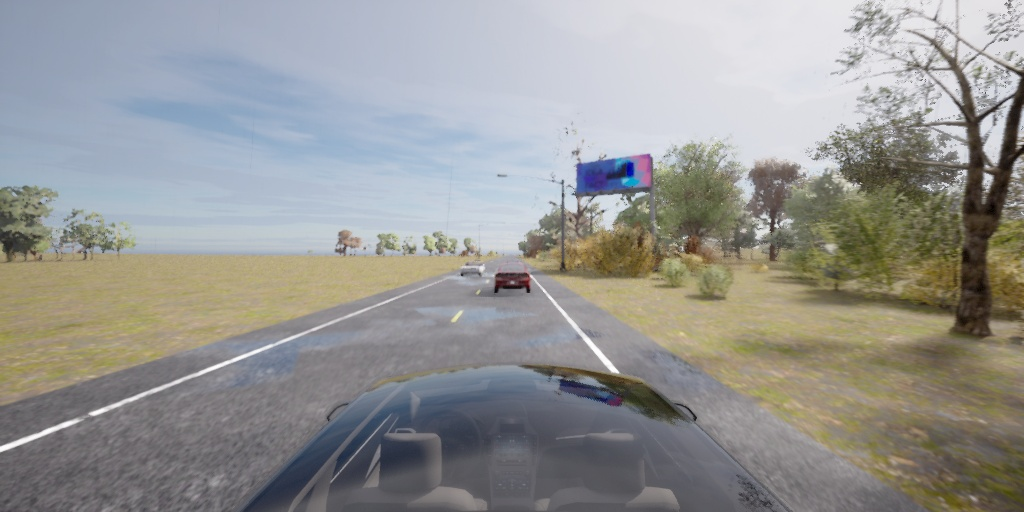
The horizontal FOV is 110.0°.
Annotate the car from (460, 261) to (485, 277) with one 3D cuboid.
[{"bbox_3d":[-3.522,1.153,32.469,1.895,1.301,4.718,0,0,0],"label":"car"}]

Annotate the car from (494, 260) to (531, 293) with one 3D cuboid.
[{"bbox_3d":[0.036,1.109,19.897,1.882,1.535,5.008,0,1,0],"label":"car"}]
